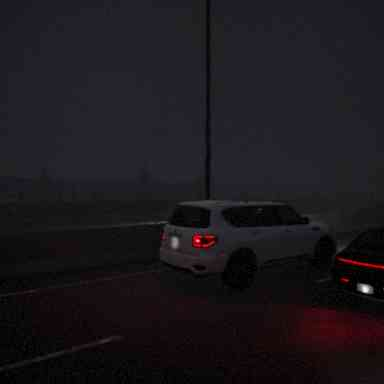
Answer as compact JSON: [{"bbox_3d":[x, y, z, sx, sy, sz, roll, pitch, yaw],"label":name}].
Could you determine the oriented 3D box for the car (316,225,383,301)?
[{"bbox_3d":[5.101,1.494,7.461,4.892,1.490,1.837,0,0,-36],"label":"car"}]

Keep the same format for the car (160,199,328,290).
[{"bbox_3d":[1.777,1.233,9.374,5.566,2.045,2.150,0,0,-36],"label":"car"}]

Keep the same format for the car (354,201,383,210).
[{"bbox_3d":[15.448,1.500,27.859,4.674,1.442,1.812,0,0,-33],"label":"car"}]

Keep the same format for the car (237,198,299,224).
[{"bbox_3d":[5.892,1.373,25.510,4.553,1.767,2.097,0,0,-35],"label":"car"}]

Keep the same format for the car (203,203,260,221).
[{"bbox_3d":[3.353,1.641,28.031,4.718,1.301,1.895,0,0,-36],"label":"car"}]
